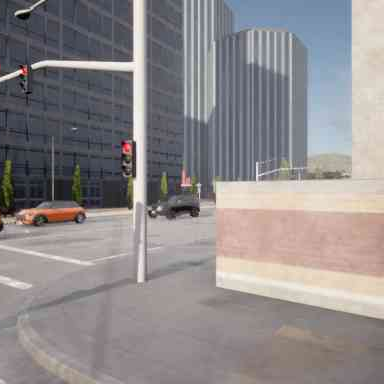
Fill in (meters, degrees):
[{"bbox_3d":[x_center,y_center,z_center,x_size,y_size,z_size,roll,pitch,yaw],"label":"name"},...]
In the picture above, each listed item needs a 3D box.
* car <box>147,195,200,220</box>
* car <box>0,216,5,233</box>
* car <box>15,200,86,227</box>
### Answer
[{"bbox_3d":[-1.468,1.276,28.829,2.150,2.045,5.566,0,0,36],"label":"car"},{"bbox_3d":[-10.889,1.545,14.618,2.128,1.511,4.902,0,0,27],"label":"car"},{"bbox_3d":[-9.792,1.407,23.239,2.097,1.767,4.553,0,0,36],"label":"car"}]
